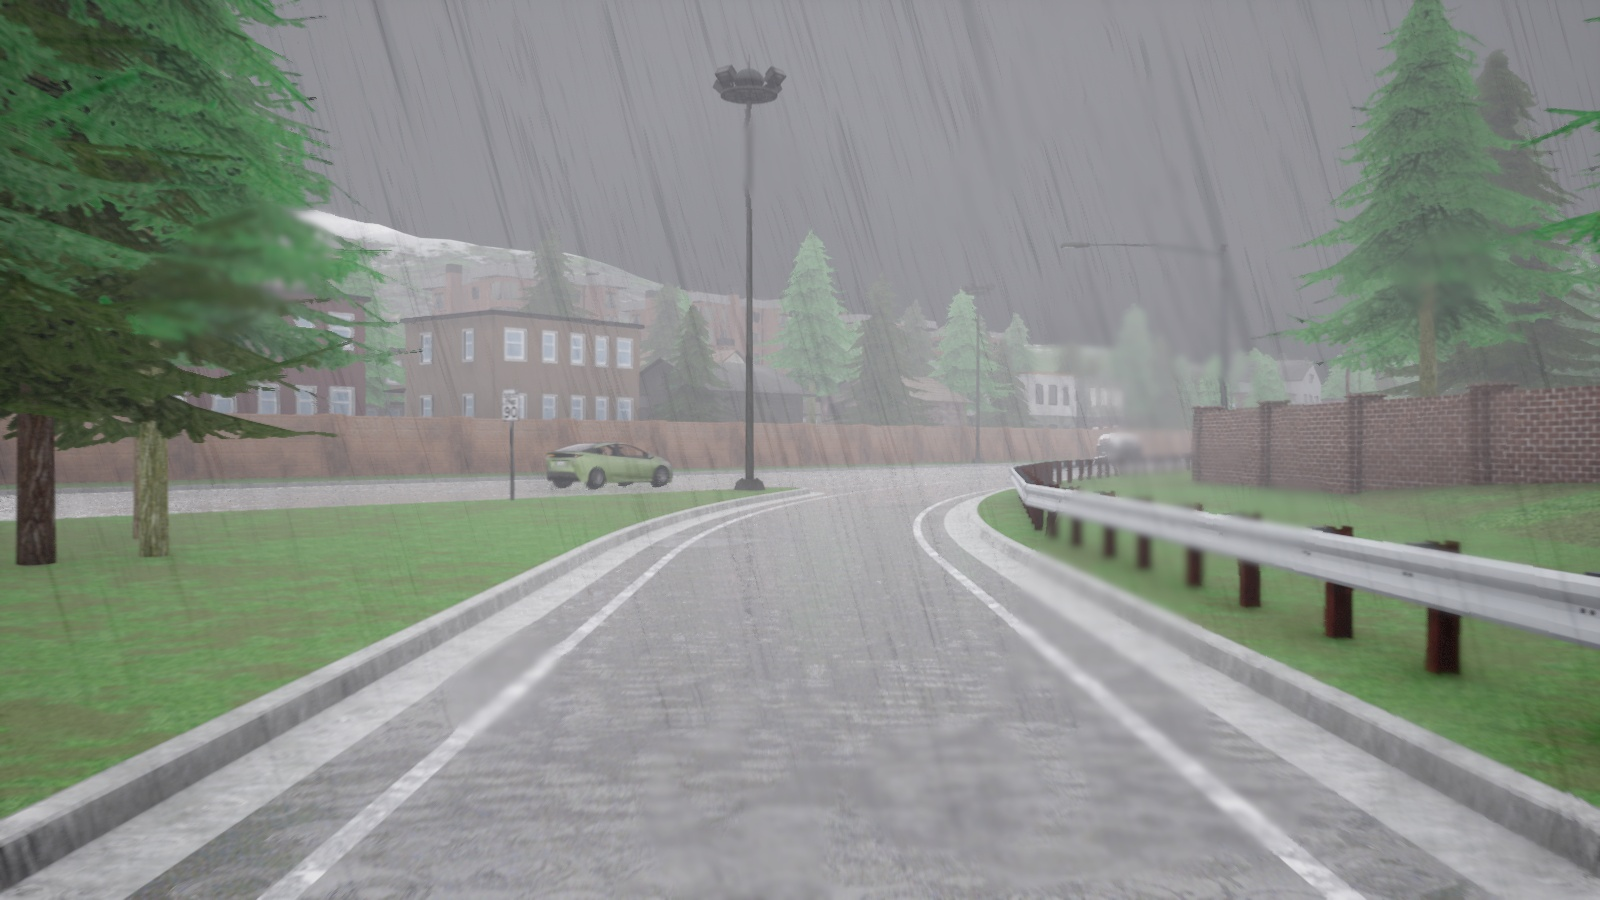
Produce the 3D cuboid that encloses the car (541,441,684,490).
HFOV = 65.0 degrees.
[{"bbox_3d":[-6.096,0.454,41.333,2.007,1.525,4.514,0,0,38],"label":"car"}]

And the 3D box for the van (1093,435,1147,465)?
[{"bbox_3d":[22.756,-0.014,89.115,2.069,2.038,4.480,0,1,38],"label":"van"}]
